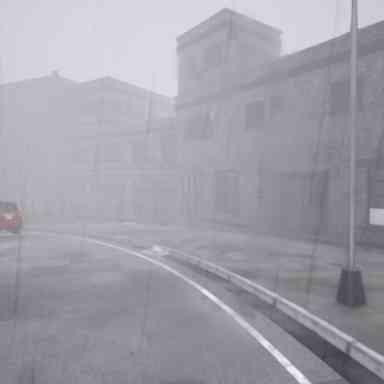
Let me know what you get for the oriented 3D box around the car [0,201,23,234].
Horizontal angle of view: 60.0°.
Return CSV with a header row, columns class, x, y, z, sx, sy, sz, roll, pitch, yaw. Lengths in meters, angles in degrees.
class,x,y,z,sx,sy,sz,roll,pitch,yaw
car,-12.873,1.647,20.532,5.566,2.045,2.150,-2,1,29
